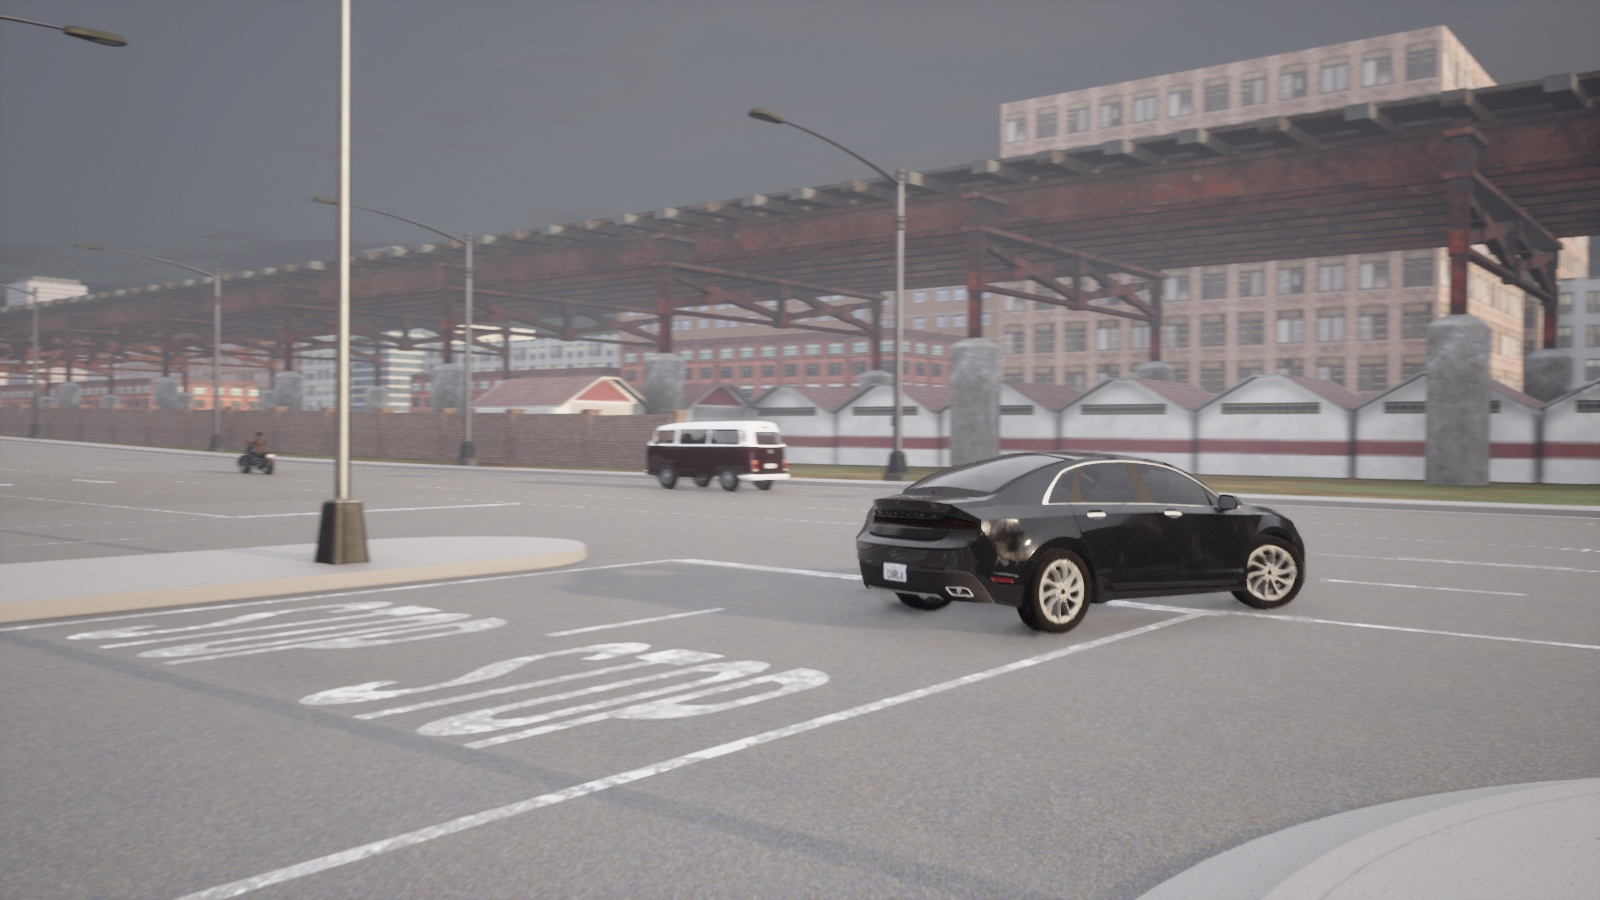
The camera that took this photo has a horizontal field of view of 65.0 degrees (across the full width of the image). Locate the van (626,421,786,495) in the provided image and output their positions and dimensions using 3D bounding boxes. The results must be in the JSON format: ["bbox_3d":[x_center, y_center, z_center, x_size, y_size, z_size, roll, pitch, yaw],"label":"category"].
[{"bbox_3d":[-2.814,0.209,37.115,4.480,2.038,2.069,0,1,38],"label":"van"}]

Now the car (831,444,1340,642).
[{"bbox_3d":[2.827,0.726,11.885,4.892,1.490,1.837,-1,0,-34],"label":"car"}]

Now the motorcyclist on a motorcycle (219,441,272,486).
[{"bbox_3d":[-20.639,0.488,46.682,2.350,1.649,0.766,0,1,38],"label":"motorcyclist on a motorcycle"}]
